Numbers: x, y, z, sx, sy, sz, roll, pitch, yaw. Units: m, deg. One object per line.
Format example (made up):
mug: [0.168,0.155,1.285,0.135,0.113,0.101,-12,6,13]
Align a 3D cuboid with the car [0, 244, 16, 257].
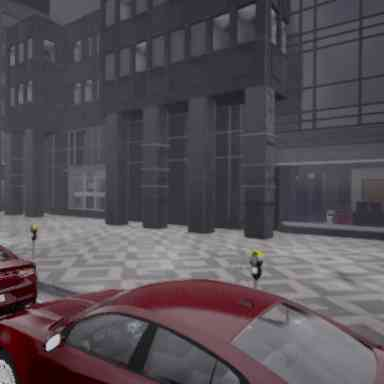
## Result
car: [-4.770,1.482,6.358,4.507,1.381,1.887,1,0,35]

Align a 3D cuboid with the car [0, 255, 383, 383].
car: [-0.179,1.529,3.088,4.507,1.381,1.887,1,0,35]
